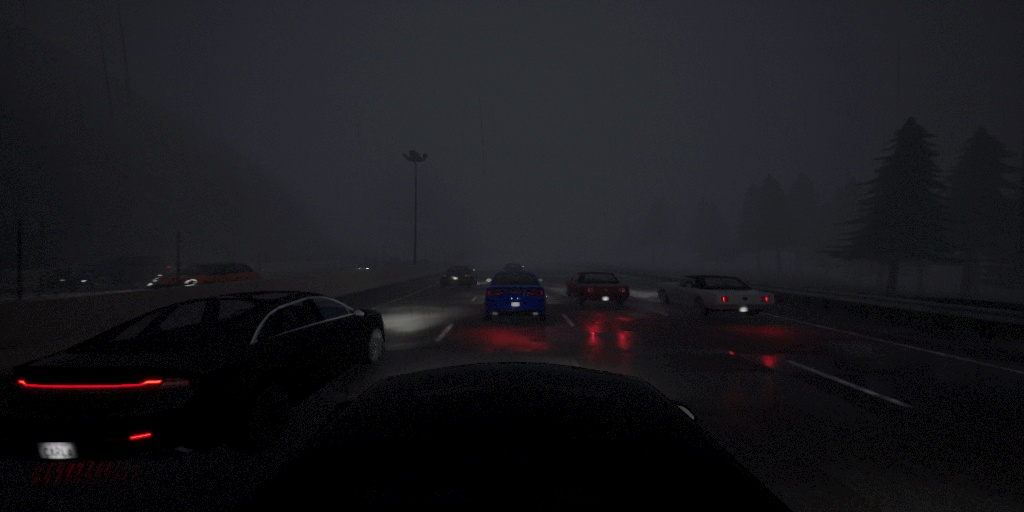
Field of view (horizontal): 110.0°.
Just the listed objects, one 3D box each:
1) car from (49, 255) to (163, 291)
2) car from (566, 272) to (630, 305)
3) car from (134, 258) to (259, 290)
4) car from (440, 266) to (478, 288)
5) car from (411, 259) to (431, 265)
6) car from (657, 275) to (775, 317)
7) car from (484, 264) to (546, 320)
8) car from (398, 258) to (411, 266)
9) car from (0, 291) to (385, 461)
[{"bbox_3d":[-24.600,0.975,22.378,2.150,2.045,5.566,0,0,0],"label":"car"},{"bbox_3d":[3.599,1.351,16.004,1.895,1.301,4.718,0,0,0],"label":"car"},{"bbox_3d":[-14.099,1.102,16.725,2.097,1.767,4.553,0,0,0],"label":"car"},{"bbox_3d":[-3.401,1.314,23.513,1.994,1.385,4.181,0,0,0],"label":"car"},{"bbox_3d":[-14.079,1.254,56.792,1.837,1.490,4.892,0,0,0],"label":"car"},{"bbox_3d":[7.098,1.351,13.210,1.895,1.301,4.718,0,0,0],"label":"car"},{"bbox_3d":[0.099,1.228,12.702,1.882,1.535,5.008,0,0,0],"label":"car"},{"bbox_3d":[-17.567,1.275,61.909,1.812,1.442,4.674,0,0,0],"label":"car"},{"bbox_3d":[-3.400,1.242,5.110,2.128,1.511,4.902,0,0,0],"label":"car"}]
